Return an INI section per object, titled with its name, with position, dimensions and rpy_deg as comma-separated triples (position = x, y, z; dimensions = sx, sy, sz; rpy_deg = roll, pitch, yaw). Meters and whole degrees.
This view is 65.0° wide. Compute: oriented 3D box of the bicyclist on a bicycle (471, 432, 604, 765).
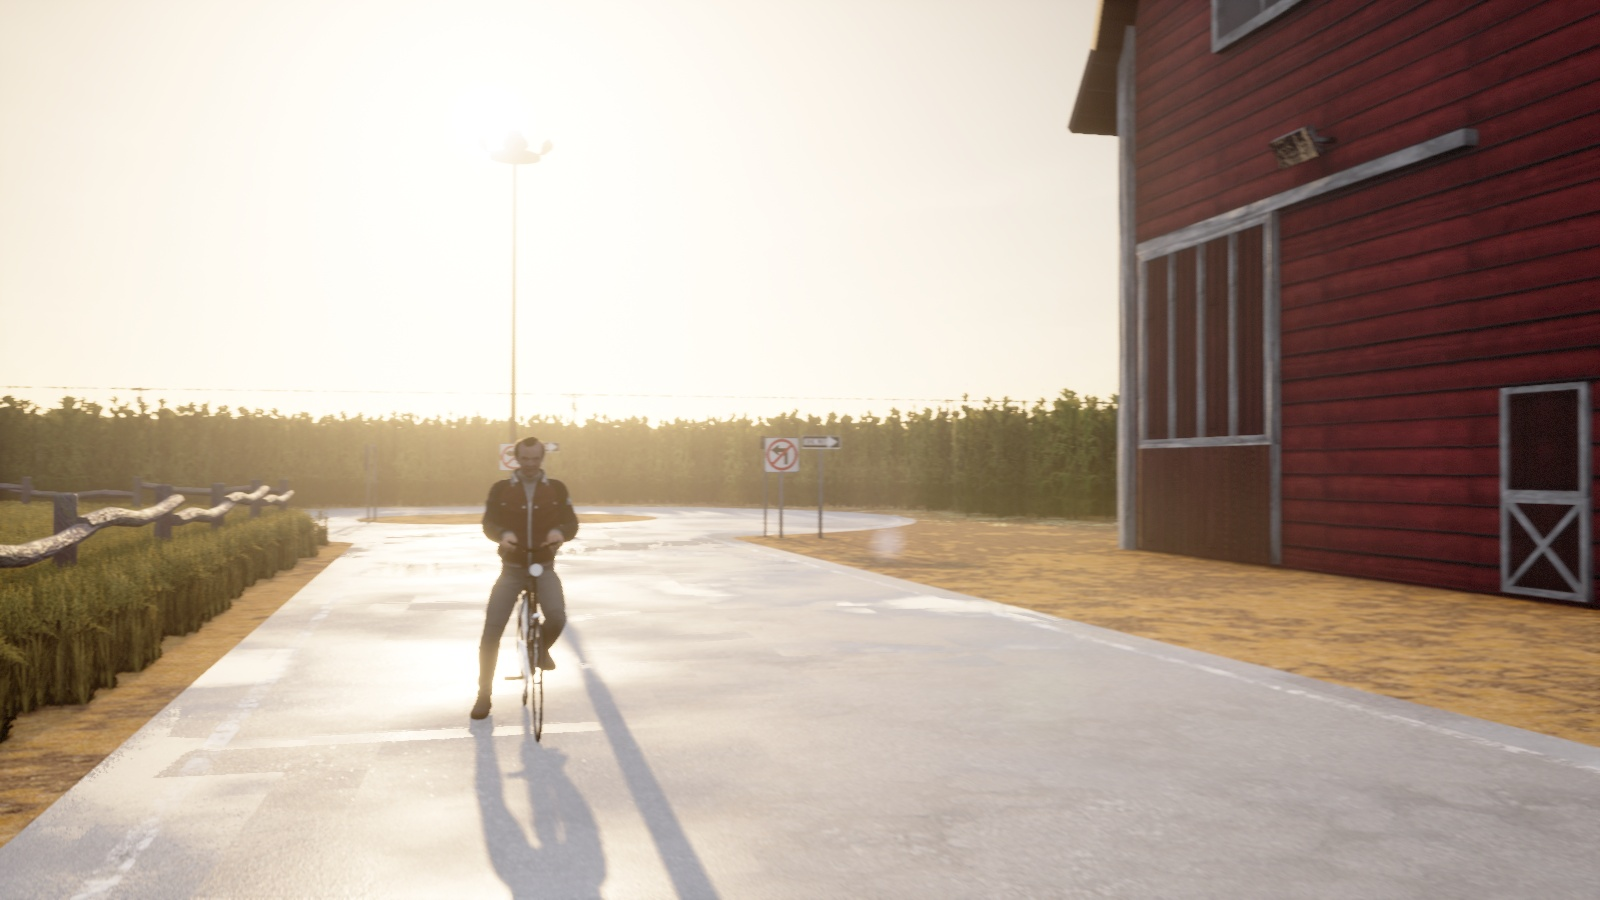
[bicyclist on a bicycle]
position = -1.651, 0.809, 7.694
dimensions = 0.659, 1.776, 1.843
rpy_deg = 0, -1, -16
